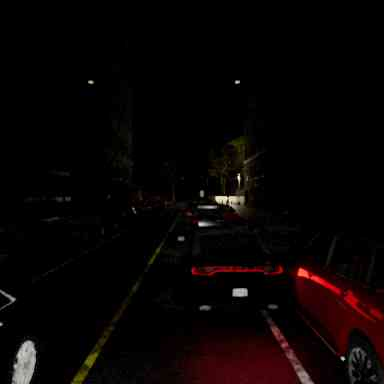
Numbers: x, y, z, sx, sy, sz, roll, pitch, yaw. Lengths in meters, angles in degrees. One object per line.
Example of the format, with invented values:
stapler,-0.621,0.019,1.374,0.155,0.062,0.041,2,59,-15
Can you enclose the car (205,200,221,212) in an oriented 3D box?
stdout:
car,2.698,1.823,43.285,1.887,1.381,4.507,0,0,0

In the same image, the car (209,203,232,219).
car,2.682,1.785,32.248,1.802,1.307,4.206,0,0,0

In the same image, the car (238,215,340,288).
car,2.645,1.590,10.345,1.752,1.417,4.829,0,0,0

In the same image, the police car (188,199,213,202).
police car,0.857,1.576,24.139,1.930,1.638,5.238,0,0,0

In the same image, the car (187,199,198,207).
car,0.085,1.917,59.398,1.812,1.442,4.674,0,0,0

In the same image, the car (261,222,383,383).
car,2.641,1.345,4.660,2.192,1.841,5.009,0,0,0

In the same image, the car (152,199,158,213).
car,-5.335,1.680,37.776,1.967,1.590,4.097,0,0,0

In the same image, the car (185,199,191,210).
car,0.068,1.893,45.239,1.895,1.301,4.718,0,0,0

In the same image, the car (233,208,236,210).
car,2.674,1.749,26.731,1.802,1.307,4.206,0,0,0

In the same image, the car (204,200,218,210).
car,2.707,1.899,48.803,1.802,1.307,4.206,0,0,0

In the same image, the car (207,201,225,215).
car,2.690,1.767,37.937,1.752,1.417,4.829,0,0,0

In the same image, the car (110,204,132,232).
car,-5.359,1.677,21.221,1.887,1.381,4.507,0,0,0

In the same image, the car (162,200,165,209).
car,-5.319,1.757,48.814,1.967,1.590,4.097,0,0,0

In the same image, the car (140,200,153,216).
car,-5.343,1.753,32.257,2.008,1.369,4.403,0,0,0

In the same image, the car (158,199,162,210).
car,-5.327,1.802,43.124,1.752,1.417,4.829,0,0,0

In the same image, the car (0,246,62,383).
car,-2.749,1.521,2.283,1.837,1.490,4.892,0,-1,0

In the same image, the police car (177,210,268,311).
police car,0.686,1.476,8.103,1.930,1.638,5.238,0,0,-3

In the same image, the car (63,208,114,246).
car,-5.367,1.649,15.702,2.008,1.369,4.403,0,0,0

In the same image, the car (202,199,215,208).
car,2.715,1.921,54.321,1.947,1.339,4.313,0,0,0

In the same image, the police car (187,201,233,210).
police car,0.848,1.538,18.139,1.930,1.638,5.238,0,0,0

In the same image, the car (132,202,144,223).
car,-5.351,1.733,26.739,1.947,1.339,4.313,0,0,0

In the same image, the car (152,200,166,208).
car,-5.310,1.937,54.332,1.802,1.307,4.206,0,0,0

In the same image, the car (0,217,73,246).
car,-5.376,1.645,10.182,1.802,1.307,4.206,0,0,0
